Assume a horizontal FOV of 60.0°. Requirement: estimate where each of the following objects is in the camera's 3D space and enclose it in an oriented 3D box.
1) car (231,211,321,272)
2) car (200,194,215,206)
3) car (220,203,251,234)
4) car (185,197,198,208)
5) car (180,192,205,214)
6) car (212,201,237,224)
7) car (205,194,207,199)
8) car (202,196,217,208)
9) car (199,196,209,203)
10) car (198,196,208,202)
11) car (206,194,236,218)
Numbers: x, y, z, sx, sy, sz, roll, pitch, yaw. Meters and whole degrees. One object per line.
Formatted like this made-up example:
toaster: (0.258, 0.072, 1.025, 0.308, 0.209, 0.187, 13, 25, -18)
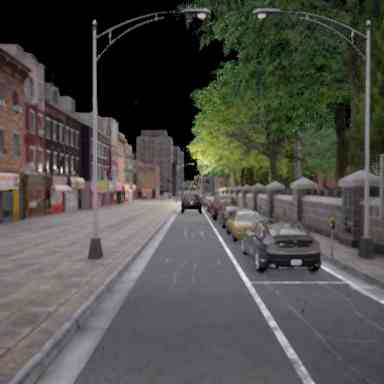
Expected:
car: (2.607, 1.519, 10.506, 2.008, 1.369, 4.403, -1, 0, 0)
car: (2.527, 1.271, 54.109, 2.192, 1.841, 5.009, -1, 0, 0)
car: (2.597, 1.482, 16.125, 1.752, 1.417, 4.829, -1, 0, 0)
car: (-0.061, 1.455, 47.529, 1.837, 1.490, 4.892, 0, 1, 0)
car: (-0.059, 1.164, 35.090, 2.150, 2.045, 5.566, 0, 0, 0)
car: (2.588, 1.500, 21.407, 2.008, 1.369, 4.403, -1, 0, 0)
car: (2.558, 1.382, 37.758, 1.967, 1.590, 4.097, -1, 0, 0)
car: (2.539, 1.389, 48.658, 1.967, 1.590, 4.097, -1, 0, 0)
car: (2.504, 1.559, 70.459, 1.947, 1.339, 4.313, -1, 0, 0)
car: (2.494, 1.561, 75.909, 2.008, 1.369, 4.403, -1, 0, 0)
car: (2.574, 1.260, 26.856, 2.192, 1.841, 5.009, -1, 0, 0)
